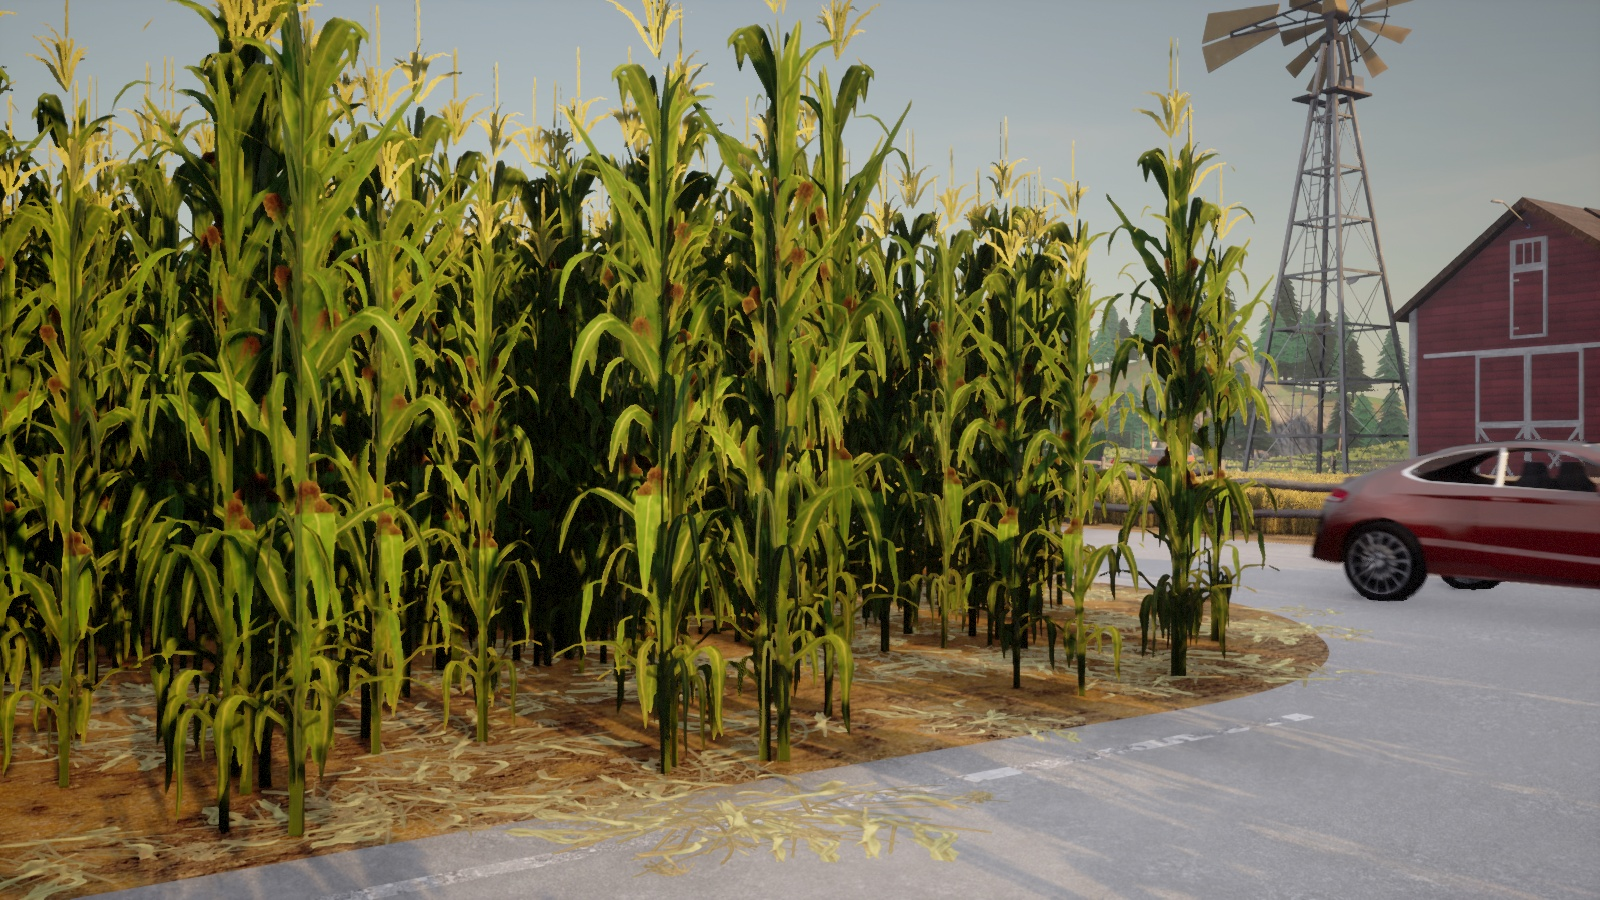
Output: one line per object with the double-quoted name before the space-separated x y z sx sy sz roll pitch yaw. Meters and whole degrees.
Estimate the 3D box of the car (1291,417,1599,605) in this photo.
"car" 7.624 0.537 12.076 2.152 1.651 5.027 0 0 -37
